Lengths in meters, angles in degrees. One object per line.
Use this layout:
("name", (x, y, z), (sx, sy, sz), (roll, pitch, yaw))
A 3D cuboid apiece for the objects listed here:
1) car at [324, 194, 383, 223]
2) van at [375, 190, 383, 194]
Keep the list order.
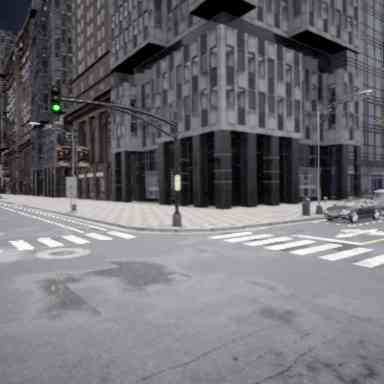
("car", (9.736, 1.038, 20.100), (4.403, 1.369, 2.008), (-2, 1, -36))
("van", (14.270, 0.701, 23.409), (3.998, 1.788, 1.690), (-2, 1, -36))
